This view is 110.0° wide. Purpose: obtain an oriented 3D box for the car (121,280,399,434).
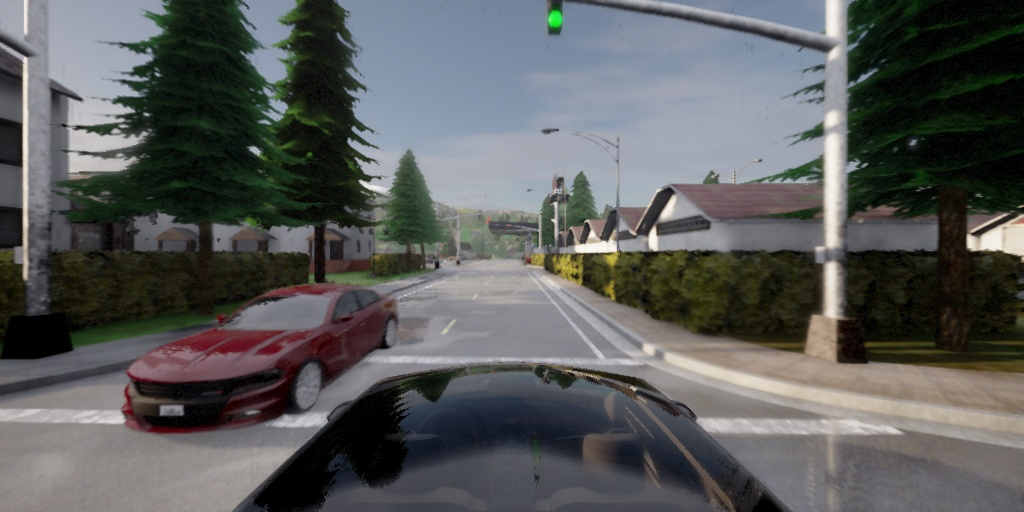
[{"bbox_3d":[-3.500,1.264,6.179,1.882,1.535,5.008,0,1,0],"label":"car"}]
